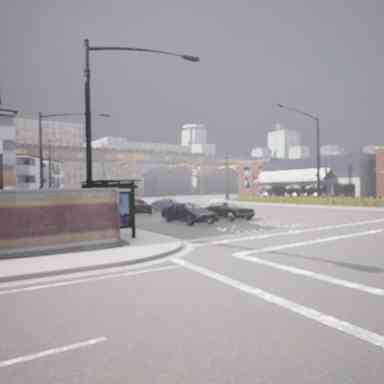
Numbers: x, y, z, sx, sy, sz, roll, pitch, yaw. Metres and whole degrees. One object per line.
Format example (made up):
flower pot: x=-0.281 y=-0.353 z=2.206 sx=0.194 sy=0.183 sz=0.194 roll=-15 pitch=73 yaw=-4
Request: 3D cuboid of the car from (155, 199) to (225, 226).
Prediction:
car: x=-0.316 y=1.458 z=23.380 sx=2.033 sy=1.411 sz=5.357 roll=-2 pitch=1 yaw=-32

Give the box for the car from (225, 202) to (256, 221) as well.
car: x=2.633 y=1.430 z=25.270 sx=1.895 sy=1.301 sz=4.718 roll=-2 pitch=1 yaw=-32

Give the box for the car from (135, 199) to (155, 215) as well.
car: x=-5.418 y=1.372 z=31.700 sx=1.882 sy=1.535 sz=5.008 roll=-2 pitch=1 yaw=-31
